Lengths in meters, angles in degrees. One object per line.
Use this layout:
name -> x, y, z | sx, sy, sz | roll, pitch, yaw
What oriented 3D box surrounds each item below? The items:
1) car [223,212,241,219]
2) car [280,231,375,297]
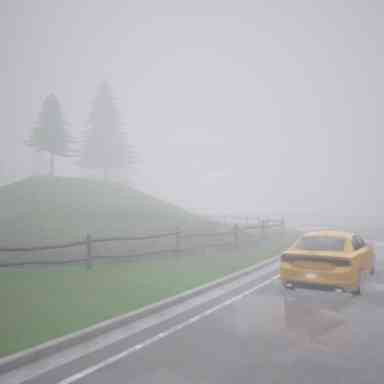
car -> 9.067, 5.339, 76.478 | 1.837, 1.490, 4.892 | 1, -4, -37
car -> 4.236, 1.914, 9.987 | 1.882, 1.535, 5.008 | -3, -3, 34
